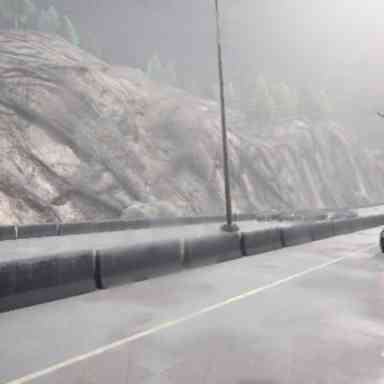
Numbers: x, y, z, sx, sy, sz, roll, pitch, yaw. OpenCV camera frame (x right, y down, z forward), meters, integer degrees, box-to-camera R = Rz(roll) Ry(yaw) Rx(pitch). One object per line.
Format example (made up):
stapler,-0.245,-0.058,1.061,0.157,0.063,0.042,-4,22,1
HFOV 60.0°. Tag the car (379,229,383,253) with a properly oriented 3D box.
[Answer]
car,10.195,1.981,15.503,2.128,1.511,4.902,-4,-4,42

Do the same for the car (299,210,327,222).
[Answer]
car,16.032,3.122,42.903,1.837,1.490,4.892,-4,-4,42

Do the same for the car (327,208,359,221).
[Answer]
car,18.760,2.795,40.716,2.097,1.767,4.553,-4,-3,42

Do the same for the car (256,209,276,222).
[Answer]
car,11.053,3.300,47.829,2.097,1.767,4.553,-4,-3,42

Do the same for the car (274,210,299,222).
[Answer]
car,13.431,3.342,45.235,1.994,1.385,4.181,-4,-4,42
